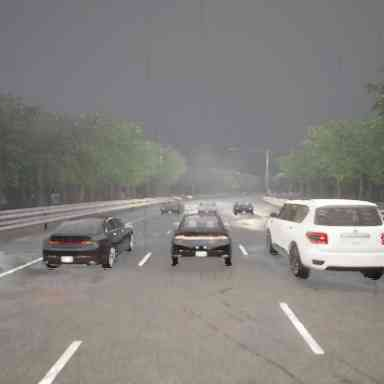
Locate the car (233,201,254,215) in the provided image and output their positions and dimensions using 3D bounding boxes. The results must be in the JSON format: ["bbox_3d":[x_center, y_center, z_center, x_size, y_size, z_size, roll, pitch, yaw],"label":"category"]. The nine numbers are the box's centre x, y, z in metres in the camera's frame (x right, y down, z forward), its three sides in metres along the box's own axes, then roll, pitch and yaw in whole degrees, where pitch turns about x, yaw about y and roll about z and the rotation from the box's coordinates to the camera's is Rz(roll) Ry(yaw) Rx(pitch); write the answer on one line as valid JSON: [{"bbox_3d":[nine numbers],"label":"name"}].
[{"bbox_3d":[5.150,1.614,33.880,1.895,1.301,4.718,0,0,5],"label":"car"}]

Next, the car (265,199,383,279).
[{"bbox_3d":[3.781,1.229,10.225,2.150,2.045,5.566,0,0,2],"label":"car"}]

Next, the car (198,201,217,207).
[{"bbox_3d":[1.625,1.610,33.742,1.895,1.301,4.718,0,0,5],"label":"car"}]

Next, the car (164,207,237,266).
[{"bbox_3d":[0.332,1.496,11.610,2.128,1.511,4.902,0,0,2],"label":"car"}]

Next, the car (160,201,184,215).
[{"bbox_3d":[-1.894,1.606,33.660,1.895,1.301,4.718,0,0,5],"label":"car"}]

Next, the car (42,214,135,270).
[{"bbox_3d":[-3.187,1.506,11.092,1.837,1.490,4.892,0,0,2],"label":"car"}]
